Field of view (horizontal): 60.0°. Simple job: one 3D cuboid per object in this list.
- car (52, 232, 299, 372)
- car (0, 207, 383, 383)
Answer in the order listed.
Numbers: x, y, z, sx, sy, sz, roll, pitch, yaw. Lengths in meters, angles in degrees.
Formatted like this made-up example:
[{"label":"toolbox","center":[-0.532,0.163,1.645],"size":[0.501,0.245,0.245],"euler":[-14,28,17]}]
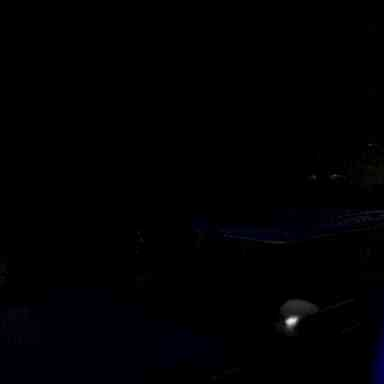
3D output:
[{"label":"car","center":[-0.124,1.602,6.090],"size":[4.206,1.307,1.802],"euler":[0,0,-35]},{"label":"car","center":[0.687,1.234,3.430],"size":[5.566,2.045,2.150],"euler":[0,0,-35]}]
